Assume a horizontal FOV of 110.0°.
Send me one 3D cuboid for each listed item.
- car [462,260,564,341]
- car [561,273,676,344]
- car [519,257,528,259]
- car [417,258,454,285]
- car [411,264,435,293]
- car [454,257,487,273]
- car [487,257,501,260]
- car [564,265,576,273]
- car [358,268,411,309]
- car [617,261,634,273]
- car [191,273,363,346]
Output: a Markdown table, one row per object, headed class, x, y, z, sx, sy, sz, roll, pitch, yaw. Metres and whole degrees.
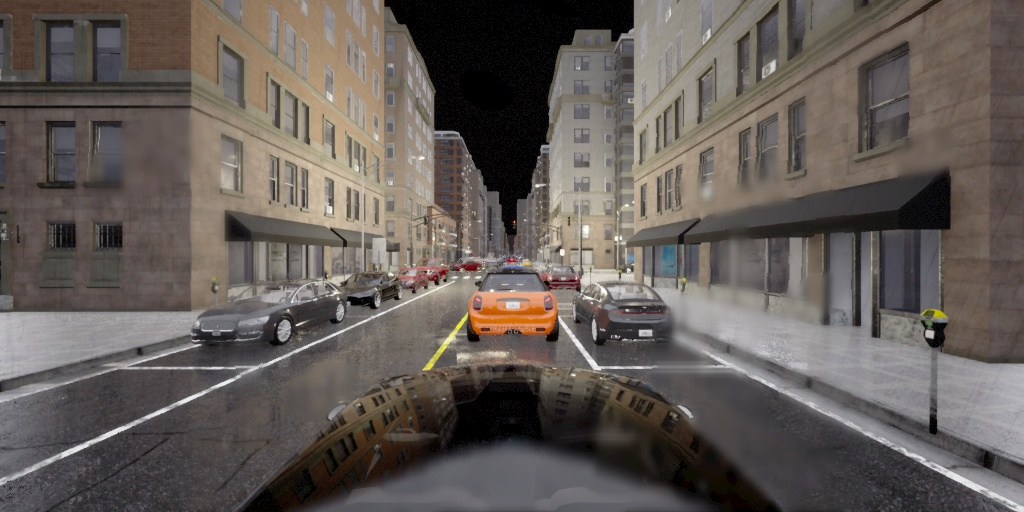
| class | x | y | z | sx | sy | sz | roll | pitch | yaw |
| --- | --- | --- | --- | --- | --- | --- | --- | --- | --- |
| car | 0.014 | 1.101 | 9.987 | 2.097 | 1.767 | 4.553 | 0 | 0 | 0 |
| car | 2.665 | 1.300 | 9.328 | 2.007 | 1.370 | 4.403 | 0 | 0 | 0 |
| car | 2.626 | 1.260 | 64.209 | 1.751 | 1.417 | 4.829 | 0 | 0 | 0 |
| car | -5.873 | 1.061 | 25.870 | 2.192 | 1.841 | 5.009 | 0 | 0 | 0 |
| car | -5.869 | 1.330 | 20.347 | 1.802 | 1.307 | 4.207 | 0 | 0 | 0 |
| car | -5.680 | 1.218 | 43.732 | 1.882 | 1.535 | 5.008 | 1 | 0 | 33 |
| car | -3.125 | 1.263 | 57.046 | 1.812 | 1.442 | 4.674 | 0 | 0 | 0 |
| car | 2.657 | 1.187 | 20.378 | 1.967 | 1.591 | 4.097 | 0 | 0 | 0 |
| car | -5.865 | 1.314 | 14.823 | 1.948 | 1.339 | 4.313 | 0 | 0 | 0 |
| car | 14.539 | 1.238 | 41.011 | 4.892 | 1.490 | 1.837 | 0 | 0 | 1 |
| car | -5.861 | 1.300 | 9.299 | 2.007 | 1.370 | 4.403 | 0 | 0 | 0 |
